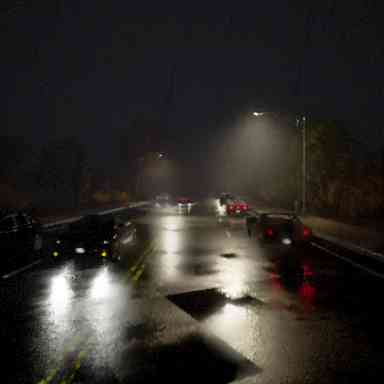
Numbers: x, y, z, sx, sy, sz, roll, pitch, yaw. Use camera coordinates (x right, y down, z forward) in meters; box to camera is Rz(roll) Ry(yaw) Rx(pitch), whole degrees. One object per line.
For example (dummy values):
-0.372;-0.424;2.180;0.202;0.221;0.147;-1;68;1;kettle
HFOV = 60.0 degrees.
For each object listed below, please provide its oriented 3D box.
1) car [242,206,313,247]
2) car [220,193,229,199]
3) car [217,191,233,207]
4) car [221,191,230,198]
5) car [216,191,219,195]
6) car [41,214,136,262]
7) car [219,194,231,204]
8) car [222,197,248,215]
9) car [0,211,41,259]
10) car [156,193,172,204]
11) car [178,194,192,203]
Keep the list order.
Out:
3.530;1.502;14.385;1.895;1.301;4.718;0;0;1;car
7.536;0.946;76.740;1.994;1.385;4.181;0;1;6;car
4.684;1.102;44.094;2.033;1.649;4.856;0;0;4;car
8.819;0.628;87.556;2.097;1.767;4.553;0;1;7;car
6.417;0.975;65.873;2.128;1.511;4.902;0;1;5;car
-3.216;1.483;11.622;1.994;1.385;4.181;0;0;1;car
5.466;1.056;54.991;1.882;1.535;5.008;0;0;5;car
4.087;1.378;30.998;1.895;1.301;4.718;0;0;3;car
-6.486;1.430;10.644;1.837;1.490;4.892;0;0;1;car
-4.464;0.945;53.650;2.097;1.767;4.553;0;0;5;car
-1.055;1.102;55.490;1.812;1.442;4.674;0;0;5;car
